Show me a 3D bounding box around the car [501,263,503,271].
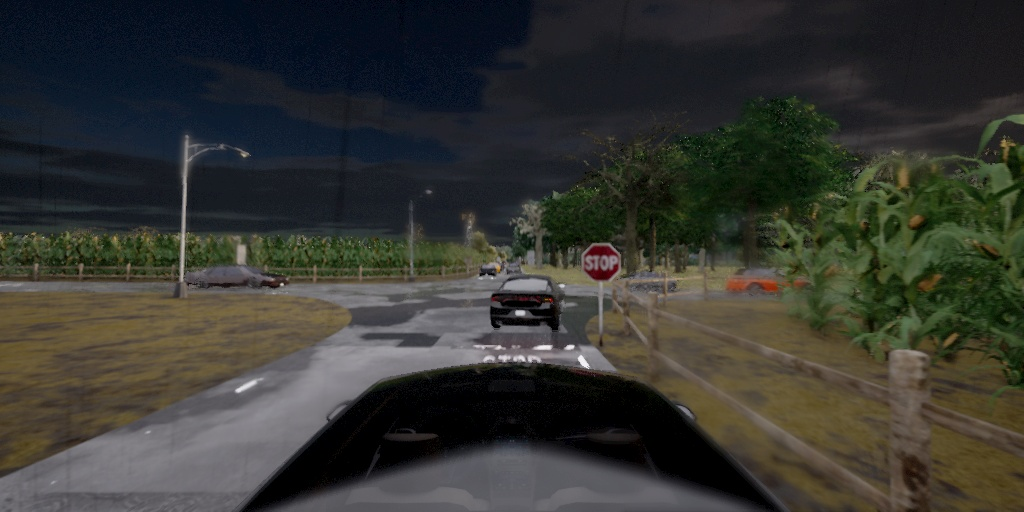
[{"bbox_3d":[-2.671,1.742,51.826,1.882,1.535,5.008,0,-1,1],"label":"car"}]

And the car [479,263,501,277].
[{"bbox_3d":[-2.751,1.712,42.218,2.033,1.411,5.357,0,-1,1],"label":"car"}]

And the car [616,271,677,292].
[{"bbox_3d":[9.214,1.739,25.063,4.181,1.385,1.994,1,-2,0],"label":"car"}]

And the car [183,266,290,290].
[{"bbox_3d":[-16.388,1.285,21.430,5.357,1.411,2.033,1,-2,0],"label":"car"}]

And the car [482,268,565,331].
[{"bbox_3d":[0.646,1.326,11.579,1.882,1.535,5.008,0,-1,10],"label":"car"}]

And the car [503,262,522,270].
[{"bbox_3d":[0.219,1.715,47.929,2.128,1.511,4.902,0,-1,0],"label":"car"}]

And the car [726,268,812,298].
[{"bbox_3d":[15.469,1.512,21.356,4.553,1.767,2.097,1,-2,0],"label":"car"}]
